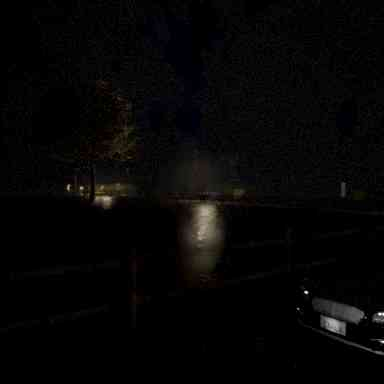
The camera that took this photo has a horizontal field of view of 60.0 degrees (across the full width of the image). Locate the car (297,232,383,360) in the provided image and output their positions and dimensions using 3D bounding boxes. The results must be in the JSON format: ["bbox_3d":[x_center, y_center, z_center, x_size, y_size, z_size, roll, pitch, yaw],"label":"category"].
[{"bbox_3d":[3.855,1.487,5.809,4.902,1.511,2.128,0,0,-35],"label":"car"}]

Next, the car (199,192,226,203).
[{"bbox_3d":[2.980,0.760,48.537,2.128,1.511,4.902,1,0,-35],"label":"car"}]
